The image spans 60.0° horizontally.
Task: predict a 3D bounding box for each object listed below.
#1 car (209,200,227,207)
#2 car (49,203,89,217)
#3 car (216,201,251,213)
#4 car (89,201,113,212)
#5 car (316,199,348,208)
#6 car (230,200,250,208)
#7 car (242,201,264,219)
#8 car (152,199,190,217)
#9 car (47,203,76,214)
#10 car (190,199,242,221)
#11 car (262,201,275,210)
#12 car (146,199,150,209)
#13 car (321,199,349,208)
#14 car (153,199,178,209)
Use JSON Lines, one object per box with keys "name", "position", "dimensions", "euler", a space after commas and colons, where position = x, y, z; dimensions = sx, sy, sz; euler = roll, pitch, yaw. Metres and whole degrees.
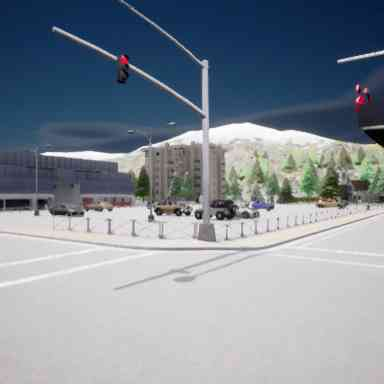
{"name": "car", "position": [6.117, 2.702, 78.329], "dimensions": [3.633, 1.501, 1.845], "euler": [-1, -1, 37]}
{"name": "car", "position": [-14.345, 2.115, 38.234], "dimensions": [4.514, 1.523, 2.007], "euler": [-1, -1, 37]}
{"name": "car", "position": [5.863, 2.081, 47.340], "dimensions": [4.514, 1.523, 2.007], "euler": [-1, -1, 37]}
{"name": "car", "position": [-14.208, 2.190, 50.722], "dimensions": [5.027, 1.636, 2.152], "euler": [-1, -1, 37]}
{"name": "car", "position": [25.126, 2.154, 60.200], "dimensions": [5.027, 1.636, 2.152], "euler": [-1, -1, 37]}
{"name": "car", "position": [10.272, 2.552, 71.498], "dimensions": [3.806, 1.475, 1.970], "euler": [-1, -1, 37]}
{"name": "car", "position": [4.640, 1.897, 32.744], "dimensions": [3.806, 1.475, 1.970], "euler": [-1, -1, 37]}
{"name": "car", "position": [-2.173, 1.789, 37.797], "dimensions": [4.605, 1.855, 1.932], "euler": [-1, -1, 37]}
{"name": "car", "position": [-17.793, 2.209, 45.390], "dimensions": [3.806, 1.475, 1.970], "euler": [-1, -1, 37]}
{"name": "car", "position": [2.156, 1.597, 30.454], "dimensions": [3.866, 1.878, 1.905], "euler": [-1, -1, 37]}
{"name": "car", "position": [11.884, 2.185, 55.314], "dimensions": [3.633, 1.501, 1.845], "euler": [-1, -1, 37]}
{"name": "car", "position": [-6.542, 2.221, 60.966], "dimensions": [3.866, 1.878, 1.905], "euler": [-1, -1, 37]}
{"name": "car", "position": [26.964, 2.190, 62.742], "dimensions": [4.514, 1.523, 2.007], "euler": [-1, -1, 37]}
{"name": "car", "position": [-5.131, 2.273, 63.539], "dimensions": [4.605, 1.855, 1.932], "euler": [-1, -1, 37]}
